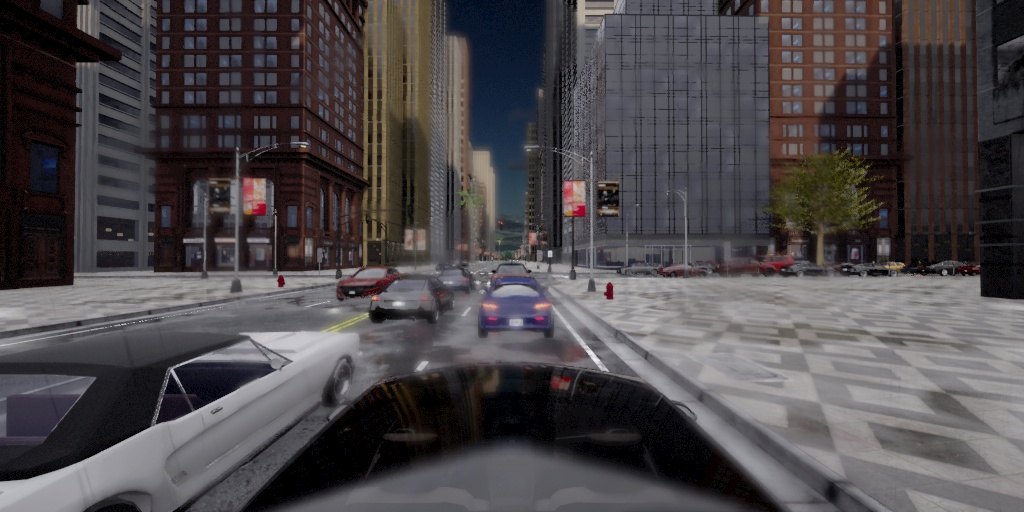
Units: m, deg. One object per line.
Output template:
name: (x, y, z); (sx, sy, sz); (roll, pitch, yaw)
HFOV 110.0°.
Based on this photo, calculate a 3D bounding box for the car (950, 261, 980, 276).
car: (43.467, 1.211, 32.602); (4.507, 1.381, 1.888); (0, 0, -1)

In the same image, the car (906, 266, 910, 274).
car: (44.983, 1.278, 38.325); (5.357, 1.411, 2.033); (0, -1, -1)

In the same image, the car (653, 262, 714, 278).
car: (15.279, 1.325, 32.129); (4.207, 1.307, 1.802); (0, 0, -1)

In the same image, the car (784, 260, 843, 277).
car: (26.555, 1.273, 32.318); (4.313, 1.339, 1.948); (0, 0, -1)

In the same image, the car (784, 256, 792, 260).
car: (26.904, 0.995, 38.103); (5.566, 2.045, 2.150); (0, -1, -1)

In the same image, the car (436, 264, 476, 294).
car: (-3.174, 1.352, 20.473); (1.994, 1.385, 4.181); (0, 0, 0)

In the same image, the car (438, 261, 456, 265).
car: (-9.904, 1.543, 52.818); (1.994, 1.385, 4.181); (0, 0, 0)

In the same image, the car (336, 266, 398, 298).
car: (-6.634, 1.254, 17.393); (1.882, 1.535, 5.008); (0, 0, 0)

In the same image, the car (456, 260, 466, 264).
car: (-9.893, 1.543, 63.103); (2.128, 1.511, 4.902); (0, 0, 0)

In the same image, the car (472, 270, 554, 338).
car: (0.094, 1.284, 10.095); (1.812, 1.442, 4.674); (0, 0, 0)

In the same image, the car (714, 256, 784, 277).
car: (20.918, 1.039, 32.224); (5.009, 1.841, 2.192); (0, 0, -1)

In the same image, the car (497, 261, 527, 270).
car: (-0.021, 1.135, 19.080); (2.097, 1.767, 4.553); (0, 0, 0)

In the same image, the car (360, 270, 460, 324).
car: (-3.164, 1.326, 12.085); (1.994, 1.385, 4.181); (0, 0, 0)

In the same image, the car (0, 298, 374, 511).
car: (-3.155, 1.351, 3.262); (1.895, 1.301, 4.718); (0, 0, 0)

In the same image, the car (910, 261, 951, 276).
car: (42.758, 1.203, 35.215); (4.892, 1.490, 1.837); (0, -1, -1)

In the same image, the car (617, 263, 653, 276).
car: (13.240, 1.383, 37.872); (4.181, 1.385, 1.994); (0, -1, -1)

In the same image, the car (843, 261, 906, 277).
car: (32.192, 1.257, 32.412); (4.313, 1.339, 1.948); (0, 0, -1)
